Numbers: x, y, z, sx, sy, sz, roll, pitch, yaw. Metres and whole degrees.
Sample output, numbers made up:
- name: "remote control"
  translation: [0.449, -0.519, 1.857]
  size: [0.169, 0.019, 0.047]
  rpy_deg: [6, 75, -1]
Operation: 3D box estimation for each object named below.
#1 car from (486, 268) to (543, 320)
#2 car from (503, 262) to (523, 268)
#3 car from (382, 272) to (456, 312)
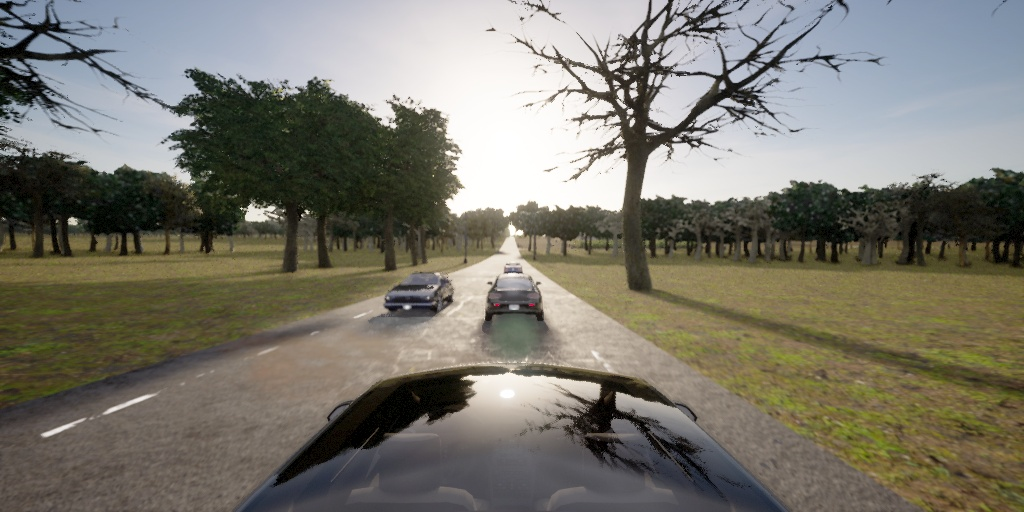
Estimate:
- name: "car"
  translation: [0.079, 1.342, 12.845]
  size: [1.812, 1.442, 4.674]
  rpy_deg: [0, 0, 0]
- name: "car"
  translation: [0.101, 1.290, 35.924]
  size: [2.033, 1.411, 5.357]
  rpy_deg: [0, 1, 0]
- name: "car"
  translation: [-3.559, 1.369, 14.855]
  size: [2.033, 1.411, 5.357]
  rpy_deg: [0, 0, 0]
